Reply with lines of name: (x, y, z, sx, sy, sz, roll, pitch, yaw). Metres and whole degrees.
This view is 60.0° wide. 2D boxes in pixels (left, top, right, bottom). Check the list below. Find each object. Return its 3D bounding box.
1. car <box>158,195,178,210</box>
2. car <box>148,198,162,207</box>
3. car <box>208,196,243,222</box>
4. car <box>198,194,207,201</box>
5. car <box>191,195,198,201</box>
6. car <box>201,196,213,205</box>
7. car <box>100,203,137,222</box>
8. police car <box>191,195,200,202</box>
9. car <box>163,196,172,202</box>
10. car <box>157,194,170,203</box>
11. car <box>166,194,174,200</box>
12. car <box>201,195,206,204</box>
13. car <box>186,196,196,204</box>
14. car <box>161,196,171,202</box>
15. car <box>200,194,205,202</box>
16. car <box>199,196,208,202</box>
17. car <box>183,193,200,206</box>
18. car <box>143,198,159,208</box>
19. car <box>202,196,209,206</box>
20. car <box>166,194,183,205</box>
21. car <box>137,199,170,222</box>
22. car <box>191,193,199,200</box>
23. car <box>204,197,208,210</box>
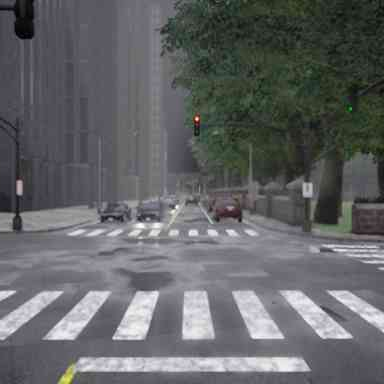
car: (-3.176, 1.531, 43.302, 1.812, 1.442, 4.674, 0, 0, 0)
car: (-5.875, 1.593, 53.198, 1.802, 1.307, 4.206, 0, 0, 0)
car: (2.708, 1.311, 25.941, 2.192, 1.841, 5.009, 0, 0, 0)
car: (2.580, 1.351, 85.962, 2.192, 1.841, 5.009, 0, 0, 0)
car: (0.716, 1.543, 86.593, 1.837, 1.490, 4.892, 0, 0, 0)
car: (2.638, 1.454, 58.680, 1.967, 1.590, 4.097, 0, 0, 0)
car: (-5.817, 1.562, 25.913, 1.947, 1.339, 4.313, 0, 0, 0)
police car: (0.738, 1.453, 76.703, 1.930, 1.638, 5.238, 0, 0, 0)
car: (-5.933, 1.575, 80.484, 1.887, 1.381, 4.507, 0, 0, 0)
car: (-5.910, 1.336, 69.570, 2.192, 1.841, 5.009, 0, 0, 0)
car: (-5.957, 1.483, 91.398, 1.967, 1.590, 4.097, 0, 0, 0)
car: (2.662, 1.559, 47.767, 2.008, 1.369, 4.403, 0, 0, 0)
car: (-0.140, 1.496, 66.056, 1.882, 1.535, 5.008, 0, 0, 0)
car: (-5.922, 1.570, 75.026, 1.887, 1.381, 4.507, 0, 0, 0)
car: (2.650, 1.451, 53.223, 1.967, 1.590, 4.097, 0, 0, 0)
car: (2.603, 1.551, 75.219, 1.752, 1.417, 4.829, 0, 0, 0)
car: (-0.067, 1.365, 56.002, 2.097, 1.767, 4.553, 0, 0, 0)
car: (-5.864, 1.590, 47.741, 1.802, 1.307, 4.206, 0, 0, 0)
car: (2.673, 1.555, 42.310, 2.008, 1.369, 4.403, 0, 0, 0)
car: (-3.128, 1.520, 60.637, 2.128, 1.511, 4.902, 0, 0, 0)
car: (-3.157, 1.543, 26.529, 2.033, 1.411, 5.357, 0, 0, 0)
car: (0.704, 1.268, 92.623, 2.150, 2.045, 5.566, 0, 0, 0)
car: (2.685, 1.567, 36.853, 1.947, 1.339, 4.313, 0, 0, 0)
